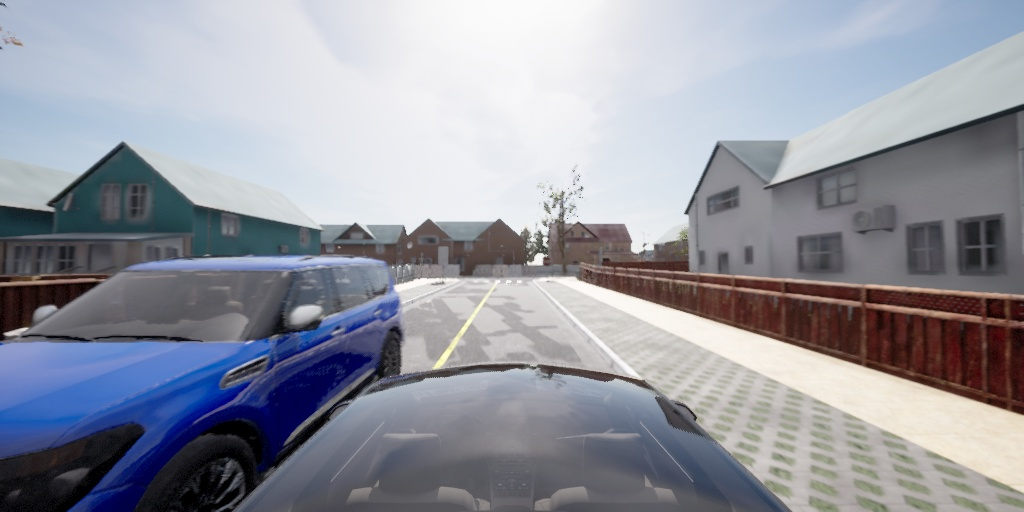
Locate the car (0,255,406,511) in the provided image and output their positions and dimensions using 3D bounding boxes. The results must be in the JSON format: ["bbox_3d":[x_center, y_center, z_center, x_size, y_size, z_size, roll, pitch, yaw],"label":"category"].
[{"bbox_3d":[-2.850,0.995,3.860,2.150,2.045,5.566,0,-1,0],"label":"car"}]
